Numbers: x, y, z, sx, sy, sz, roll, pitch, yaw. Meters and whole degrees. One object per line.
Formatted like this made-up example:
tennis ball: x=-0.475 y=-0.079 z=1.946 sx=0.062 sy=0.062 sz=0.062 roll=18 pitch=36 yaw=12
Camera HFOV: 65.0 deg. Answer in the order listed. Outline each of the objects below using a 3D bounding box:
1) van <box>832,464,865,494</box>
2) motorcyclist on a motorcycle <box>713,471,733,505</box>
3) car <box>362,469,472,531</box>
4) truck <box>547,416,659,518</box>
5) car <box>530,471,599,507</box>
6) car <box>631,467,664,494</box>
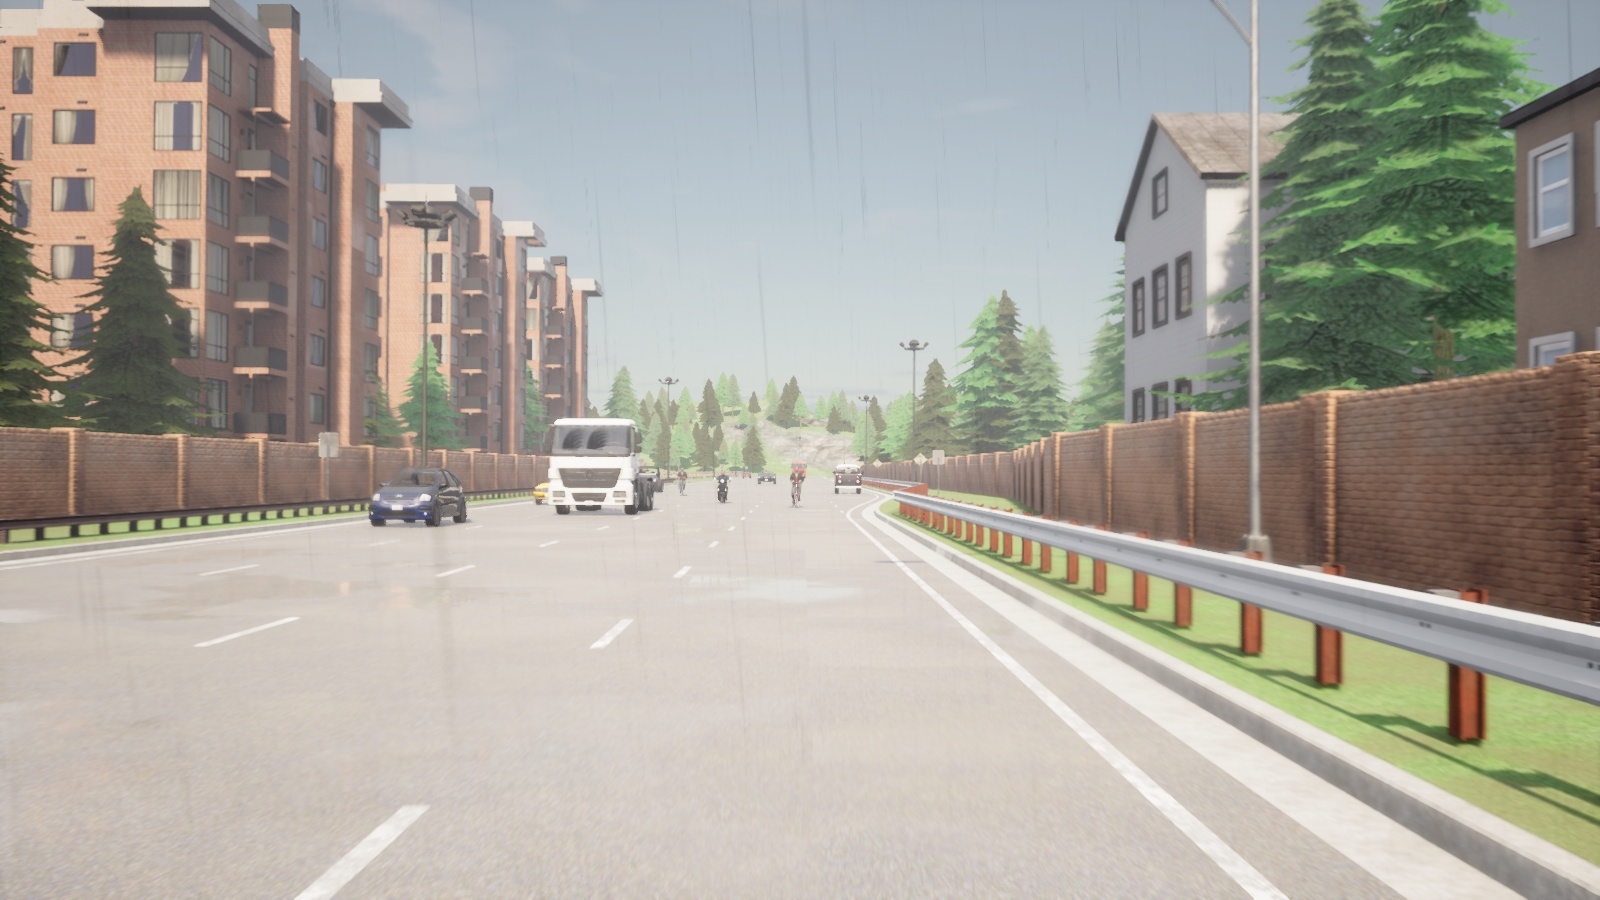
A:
van: x=3.286 y=1.969 z=86.375 sx=2.069 sy=2.038 sz=4.480 roll=0 pitch=-1 yaw=0
motorcyclist on a motorcycle: x=-3.645 y=1.778 z=59.557 sx=0.866 sy=1.590 sz=1.817 roll=0 pitch=-1 yaw=0
car: x=-10.586 y=1.341 z=35.022 sx=1.851 sy=1.617 sz=3.988 roll=0 pitch=-1 yaw=0
truck: x=-7.117 y=0.638 z=46.484 sx=2.891 sy=3.462 sz=7.936 roll=0 pitch=-1 yaw=0
car: x=-10.715 y=1.759 z=57.594 sx=1.801 sy=1.575 sz=5.366 roll=0 pitch=-1 yaw=4
car: x=-10.715 y=2.131 z=88.369 sx=1.905 sy=1.878 sz=3.866 roll=0 pitch=-1 yaw=0
